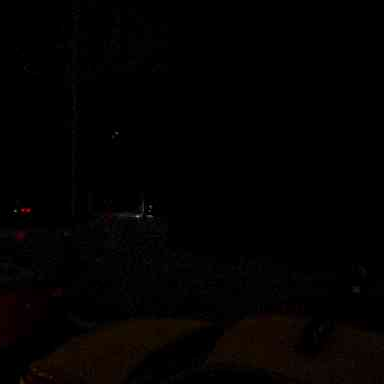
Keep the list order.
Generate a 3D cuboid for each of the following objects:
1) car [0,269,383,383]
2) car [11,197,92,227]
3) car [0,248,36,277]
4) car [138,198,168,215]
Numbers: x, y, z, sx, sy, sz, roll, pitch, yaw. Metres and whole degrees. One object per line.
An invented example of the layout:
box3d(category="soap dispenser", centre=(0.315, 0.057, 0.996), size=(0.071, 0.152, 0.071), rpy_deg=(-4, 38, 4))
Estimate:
box3d(category="car", centre=(0.608, 1.525, 2.357), size=(4.829, 1.417, 1.752), rpy_deg=(0, 1, 36))
box3d(category="car", centre=(-10.046, 1.377, 24.218), size=(2.150, 2.045, 5.566), rpy_deg=(2, 0, 37))
box3d(category="car", centre=(-3.757, 1.576, 5.473), size=(4.206, 1.307, 1.802), rpy_deg=(0, 1, 36))
box3d(category="car", centre=(-3.936, 1.598, 37.644), size=(2.097, 1.767, 4.553), rpy_deg=(2, 0, 36))
